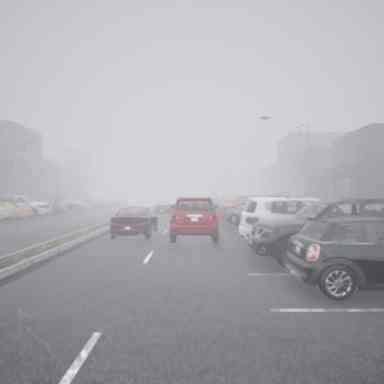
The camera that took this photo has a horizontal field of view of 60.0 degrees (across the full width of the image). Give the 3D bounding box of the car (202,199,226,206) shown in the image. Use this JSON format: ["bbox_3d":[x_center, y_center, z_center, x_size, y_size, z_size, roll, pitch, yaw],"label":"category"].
[{"bbox_3d":[4.847,2.389,73.973,5.366,1.575,1.946,0,-1,0],"label":"car"}]

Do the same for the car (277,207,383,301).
[{"bbox_3d":[4.612,1.354,7.821,4.553,1.767,2.185,0,0,0],"label":"car"}]

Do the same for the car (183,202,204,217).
[{"bbox_3d":[0.109,1.686,33.311,1.994,1.385,4.181,0,-1,0],"label":"car"}]

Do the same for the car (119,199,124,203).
[{"bbox_3d":[-15.719,2.117,60.843,5.008,1.535,2.097,0,-1,0],"label":"car"}]

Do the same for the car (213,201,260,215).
[{"bbox_3d":[4.648,1.675,35.376,4.674,1.452,2.002,0,-1,0],"label":"car"}]

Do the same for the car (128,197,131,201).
[{"bbox_3d":[-15.735,2.320,69.053,4.792,1.488,2.163,0,-1,0],"label":"car"}]

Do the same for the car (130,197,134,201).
[{"bbox_3d":[-15.707,2.353,71.832,4.892,1.521,2.231,0,-1,0],"label":"car"}]

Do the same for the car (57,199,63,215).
[{"bbox_3d":[-15.784,1.628,32.935,4.674,1.452,2.002,0,-1,0],"label":"car"}]

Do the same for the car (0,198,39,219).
[{"bbox_3d":[-15.984,1.517,27.383,5.366,1.575,1.946,0,-1,0],"label":"car"}]

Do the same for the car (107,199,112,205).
[{"bbox_3d":[-15.748,1.946,52.382,5.008,1.535,2.097,0,-1,0],"label":"car"}]

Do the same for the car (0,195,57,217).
[{"bbox_3d":[-15.764,1.299,30.164,5.566,2.045,2.435,0,-1,0],"label":"car"}]

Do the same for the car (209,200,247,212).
[{"bbox_3d":[4.682,1.810,43.645,4.792,1.488,2.163,0,-1,0],"label":"car"}]

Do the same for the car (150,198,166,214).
[{"bbox_3d":[-2.890,1.656,33.858,1.812,1.442,4.674,0,-1,0],"label":"car"}]

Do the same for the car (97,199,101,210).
[{"bbox_3d":[-15.728,1.713,46.836,4.553,1.767,2.185,0,-1,0],"label":"car"}]

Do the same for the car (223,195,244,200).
[{"bbox_3d":[4.619,1.255,24.360,5.566,2.045,2.435,0,0,0],"label":"car"}]

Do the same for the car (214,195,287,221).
[{"bbox_3d":[4.620,1.275,27.113,5.566,2.045,2.435,0,-1,0],"label":"car"}]

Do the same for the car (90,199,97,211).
[{"bbox_3d":[-15.946,1.785,44.172,5.366,1.575,1.946,0,-1,0],"label":"car"}]

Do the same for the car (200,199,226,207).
[{"bbox_3d":[4.476,2.328,71.211,5.366,1.575,1.946,0,-1,0],"label":"car"}]

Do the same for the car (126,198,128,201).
[{"bbox_3d":[-15.710,2.271,66.274,4.674,1.452,2.002,0,-1,0],"label":"car"}]

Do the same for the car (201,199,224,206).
[{"bbox_3d":[4.838,2.516,79.487,5.366,1.575,1.946,0,-1,0],"label":"car"}]

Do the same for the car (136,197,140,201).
[{"bbox_3d":[-15.714,2.416,80.259,4.553,1.767,2.185,0,-1,0],"label":"car"}]

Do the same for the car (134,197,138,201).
[{"bbox_3d":[-15.685,2.515,77.386,4.674,1.452,2.002,0,-1,0],"label":"car"}]

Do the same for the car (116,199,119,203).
[{"bbox_3d":[-15.760,2.087,57.938,4.792,1.488,2.163,0,-1,0],"label":"car"}]

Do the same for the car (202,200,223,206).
[{"bbox_3d":[4.686,2.485,76.728,4.792,1.488,2.163,0,-1,0],"label":"car"}]

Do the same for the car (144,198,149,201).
[{"bbox_3d":[-15.836,2.870,94.183,5.366,1.575,1.946,0,-1,0],"label":"car"}]

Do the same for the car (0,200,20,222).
[{"bbox_3d":[-15.802,1.536,24.609,4.674,1.452,2.002,0,0,0],"label":"car"}]

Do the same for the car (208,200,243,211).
[{"bbox_3d":[4.651,1.870,46.401,4.674,1.452,2.002,0,-1,0],"label":"car"}]

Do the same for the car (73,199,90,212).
[{"bbox_3d":[-15.773,1.737,41.393,4.892,1.521,2.231,0,-1,0],"label":"car"}]

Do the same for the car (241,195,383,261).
[{"bbox_3d":[4.615,1.228,10.579,5.566,2.045,2.435,0,0,0],"label":"car"}]

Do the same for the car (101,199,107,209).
[{"bbox_3d":[-15.720,1.922,49.604,4.792,1.488,2.163,0,-1,0],"label":"car"}]

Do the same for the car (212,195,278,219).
[{"bbox_3d":[4.621,1.306,29.870,5.566,2.045,2.435,0,-1,0],"label":"car"}]

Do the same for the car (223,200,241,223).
[{"bbox_3d":[4.641,1.488,21.601,5.008,1.535,2.097,0,0,0],"label":"car"}]

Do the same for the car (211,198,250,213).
[{"bbox_3d":[4.684,1.604,40.890,4.553,1.767,2.185,0,-1,0],"label":"car"}]

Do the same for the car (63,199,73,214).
[{"bbox_3d":[-15.748,1.507,35.715,4.553,1.767,2.185,0,-1,0],"label":"car"}]

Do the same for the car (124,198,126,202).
[{"bbox_3d":[-15.724,2.176,63.621,4.892,1.521,2.231,0,-1,0],"label":"car"}]

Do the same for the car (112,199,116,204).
[{"bbox_3d":[-15.730,2.003,55.161,4.892,1.521,2.231,0,-1,0],"label":"car"}]

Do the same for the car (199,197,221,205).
[{"bbox_3d":[4.615,2.400,85.003,5.566,2.045,2.435,0,-1,0],"label":"car"}]

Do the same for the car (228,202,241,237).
[{"bbox_3d":[4.675,1.511,18.849,4.792,1.488,2.163,0,0,0],"label":"car"}]

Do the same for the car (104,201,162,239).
[{"bbox_3d":[-2.896,1.477,17.437,1.882,1.535,5.008,0,0,0],"label":"car"}]

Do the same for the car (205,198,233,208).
[{"bbox_3d":[4.626,1.915,57.431,4.553,1.767,2.185,0,-1,0],"label":"car"}]

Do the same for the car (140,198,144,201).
[{"bbox_3d":[-15.704,2.355,83.074,5.566,2.045,2.435,0,-1,0],"label":"car"}]

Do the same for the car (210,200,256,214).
[{"bbox_3d":[4.646,1.680,38.131,5.008,1.535,2.097,0,-1,0],"label":"car"}]

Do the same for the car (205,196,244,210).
[{"bbox_3d":[4.683,1.630,49.163,5.566,2.045,2.435,0,-1,0],"label":"car"}]

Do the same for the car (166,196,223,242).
[{"bbox_3d":[0.104,1.220,16.363,2.150,2.045,5.566,0,0,0],"label":"car"}]
